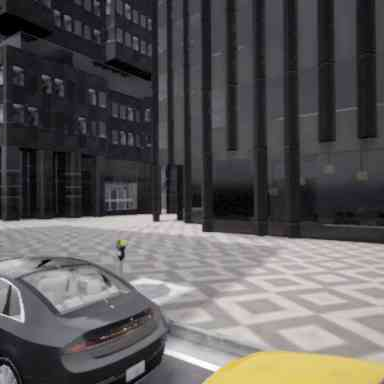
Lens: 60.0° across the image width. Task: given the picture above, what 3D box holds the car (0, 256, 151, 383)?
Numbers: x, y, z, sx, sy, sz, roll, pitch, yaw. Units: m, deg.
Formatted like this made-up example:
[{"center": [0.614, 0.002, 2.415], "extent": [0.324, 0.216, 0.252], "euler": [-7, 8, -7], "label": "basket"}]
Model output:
[{"center": [-2.348, 1.592, 4.641], "extent": [4.403, 1.369, 2.008], "euler": [-1, 0, 36], "label": "car"}]

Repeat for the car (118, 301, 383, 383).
[{"center": [2.001, 1.517, 1.537], "extent": [4.829, 1.417, 1.752], "euler": [-1, 0, 36], "label": "car"}]
